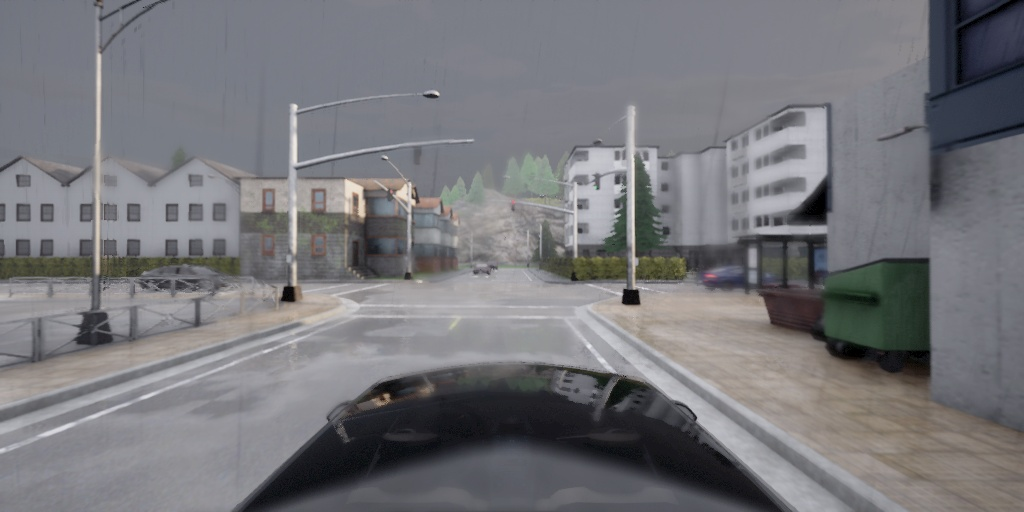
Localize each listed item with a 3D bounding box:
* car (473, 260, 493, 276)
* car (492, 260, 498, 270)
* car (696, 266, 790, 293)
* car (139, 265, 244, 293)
[{"bbox_3d":[-3.582,1.569,43.032,1.812,1.442,4.674,0,0,0],"label":"car"},{"bbox_3d":[-3.494,1.543,62.078,2.097,1.767,4.553,0,0,0],"label":"car"},{"bbox_3d":[12.696,1.280,19.811,4.674,1.442,1.812,1,0,0],"label":"car"},{"bbox_3d":[-17.641,1.275,19.871,4.892,1.490,1.837,1,0,0],"label":"car"}]
